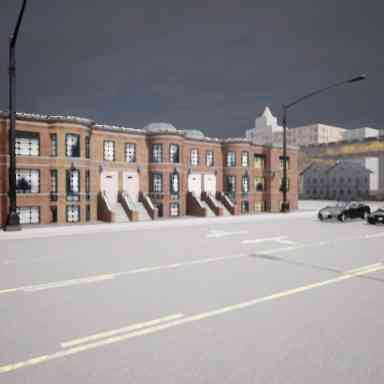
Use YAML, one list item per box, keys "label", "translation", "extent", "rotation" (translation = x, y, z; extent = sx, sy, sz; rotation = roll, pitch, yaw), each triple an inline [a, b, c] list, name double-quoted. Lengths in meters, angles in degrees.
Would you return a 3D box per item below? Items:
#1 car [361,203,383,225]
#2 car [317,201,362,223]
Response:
- label: "car"
  translation: [13.288, 1.477, 21.686]
  extent: [4.181, 1.385, 1.994]
  rotation: [0, 0, -35]
- label: "car"
  translation: [11.280, 1.405, 24.553]
  extent: [4.902, 1.511, 2.128]
  rotation: [0, 0, -35]
